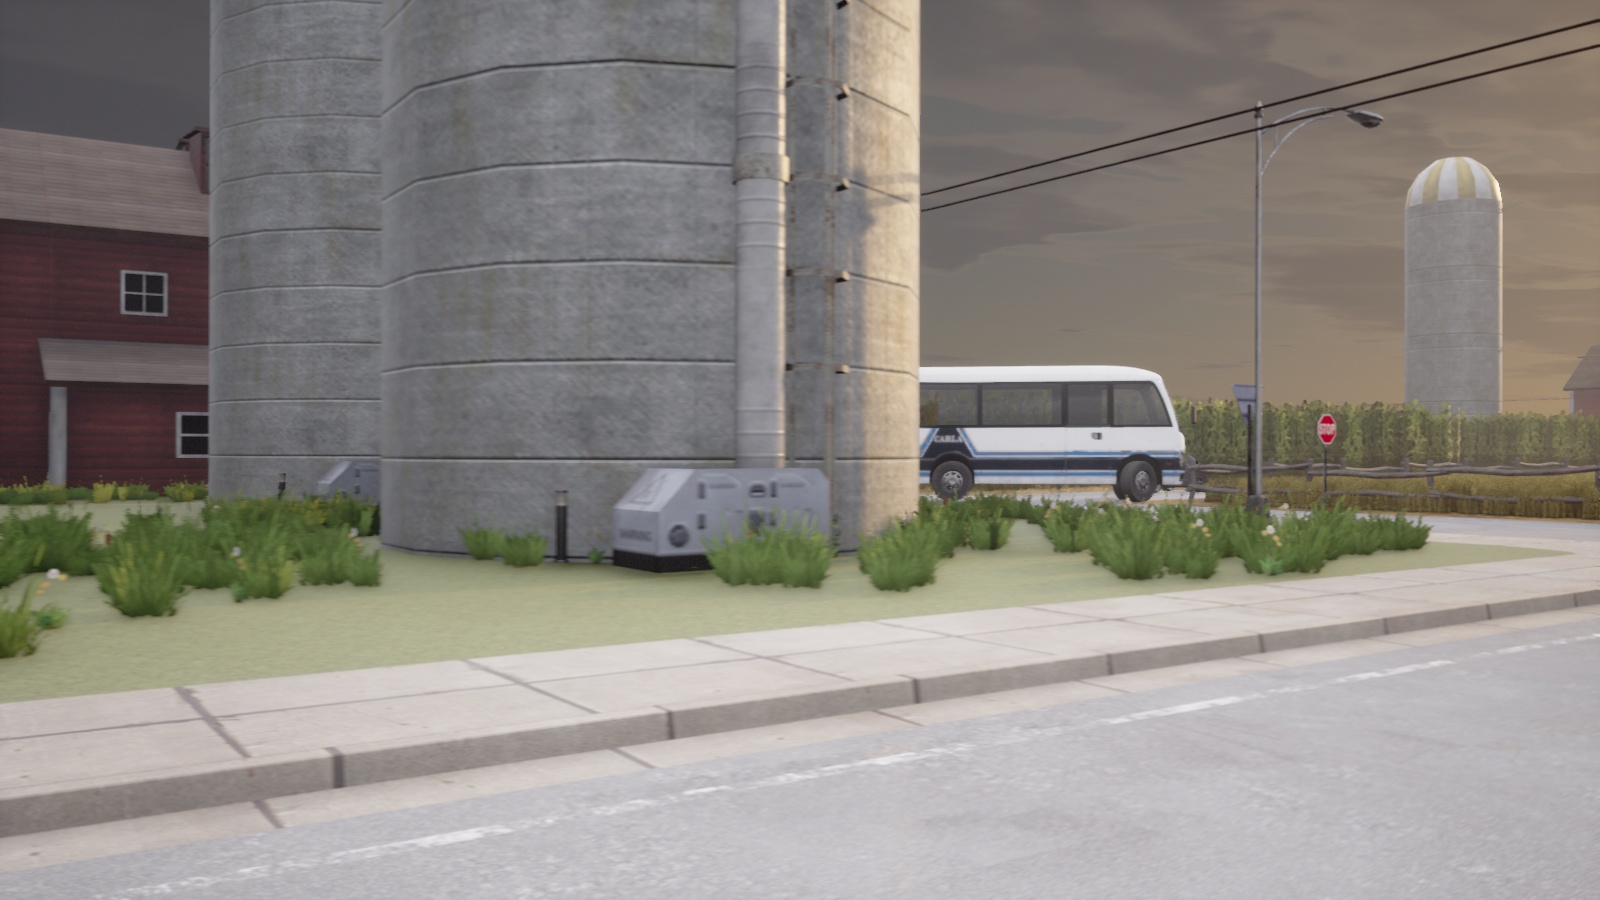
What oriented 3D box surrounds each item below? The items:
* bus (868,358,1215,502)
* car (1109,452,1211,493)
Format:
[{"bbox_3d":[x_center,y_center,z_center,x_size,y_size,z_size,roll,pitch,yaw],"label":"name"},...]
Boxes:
[{"bbox_3d":[7.445,-0.558,39.888,10.273,4.253,3.944,0,0,7],"label":"bus"},{"bbox_3d":[13.745,0.847,47.953,3.633,1.501,1.845,0,0,-34],"label":"car"}]
